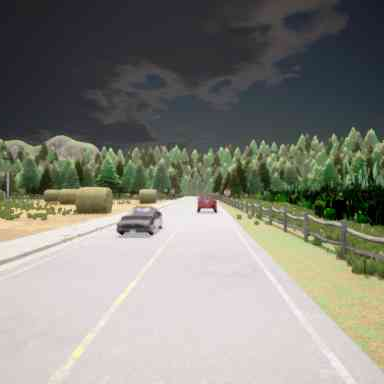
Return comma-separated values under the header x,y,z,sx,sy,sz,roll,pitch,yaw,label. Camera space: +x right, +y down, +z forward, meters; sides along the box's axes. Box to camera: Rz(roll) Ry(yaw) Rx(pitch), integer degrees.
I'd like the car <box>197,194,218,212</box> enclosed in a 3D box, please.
x,y,z,sx,sy,sz,roll,pitch,yaw,label
1.751,1.224,38.399,2.150,2.045,5.566,0,0,3,car

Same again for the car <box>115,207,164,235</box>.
x,y,z,sx,sy,sz,roll,pitch,yaw,label
-2.777,1.546,18.949,2.033,1.411,5.357,0,0,3,car

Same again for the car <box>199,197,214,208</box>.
x,y,z,sx,sy,sz,roll,pitch,yaw,label
2.215,1.491,49.117,2.128,1.511,4.902,0,0,3,car
